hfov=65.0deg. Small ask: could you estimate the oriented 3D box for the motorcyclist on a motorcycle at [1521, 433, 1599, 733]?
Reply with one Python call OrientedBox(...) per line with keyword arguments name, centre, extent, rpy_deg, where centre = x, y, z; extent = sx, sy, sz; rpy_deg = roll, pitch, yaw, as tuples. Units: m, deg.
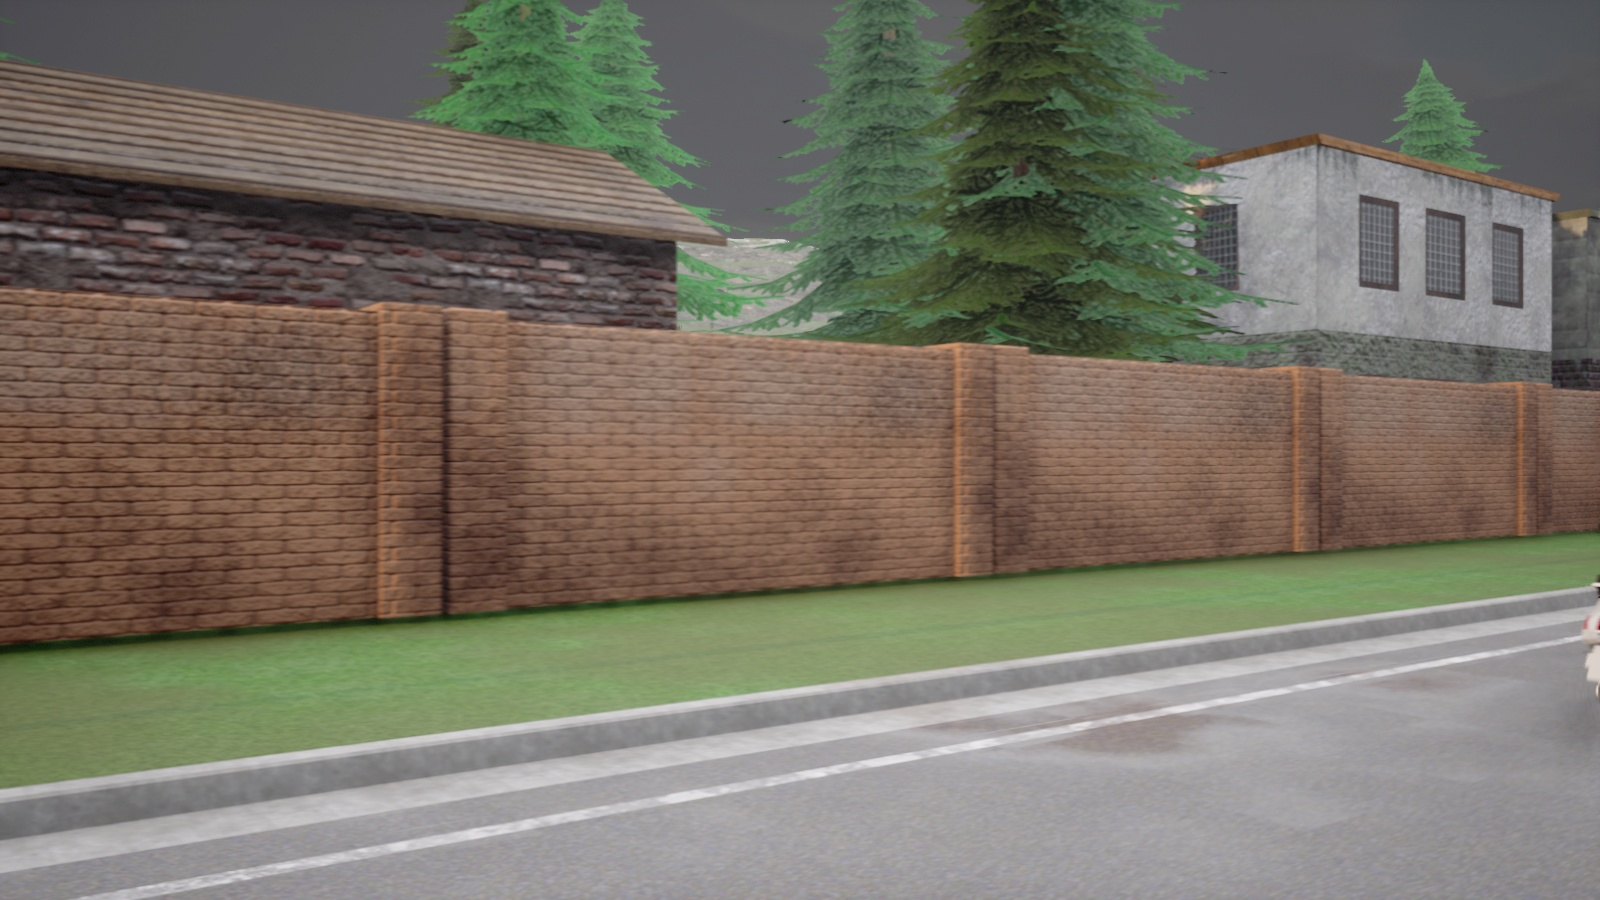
OrientedBox(name="motorcyclist on a motorcycle", centre=(4.999, 0.705, 7.138), extent=(1.817, 1.590, 0.866), rpy_deg=(0, 0, -35))
